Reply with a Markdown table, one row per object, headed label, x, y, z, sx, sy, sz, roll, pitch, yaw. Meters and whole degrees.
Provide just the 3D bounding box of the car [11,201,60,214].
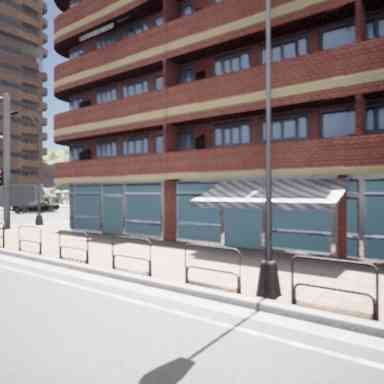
| label | x | y | z | sx | sy | sz | roll | pitch | yaw |
| --- | --- | --- | --- | --- | --- | --- | --- | --- | --- |
| car | -17.027 | 1.656 | 36.203 | 1.895 | 1.301 | 4.718 | 0 | 0 | 36 |
